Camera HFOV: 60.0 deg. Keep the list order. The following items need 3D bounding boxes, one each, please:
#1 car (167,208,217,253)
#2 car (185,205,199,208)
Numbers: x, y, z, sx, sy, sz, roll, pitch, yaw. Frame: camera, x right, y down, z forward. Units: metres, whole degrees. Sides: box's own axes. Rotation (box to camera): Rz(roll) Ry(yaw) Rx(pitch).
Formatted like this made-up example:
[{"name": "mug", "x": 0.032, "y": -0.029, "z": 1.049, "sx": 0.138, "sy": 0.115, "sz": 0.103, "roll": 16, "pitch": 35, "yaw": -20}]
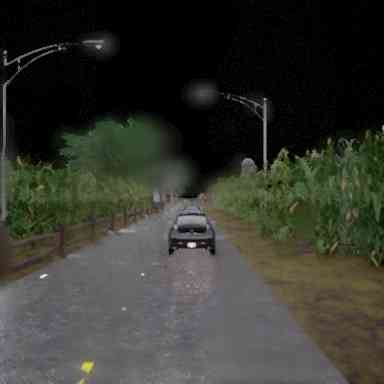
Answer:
[{"name": "car", "x": 0.001, "y": 1.651, "z": 14.298, "sx": 1.837, "sy": 1.490, "sz": 4.892, "roll": 0, "pitch": 0, "yaw": 0}, {"name": "car", "x": -0.002, "y": 1.858, "z": 29.315, "sx": 1.994, "sy": 1.385, "sz": 4.181, "roll": 0, "pitch": -1, "yaw": 0}]
